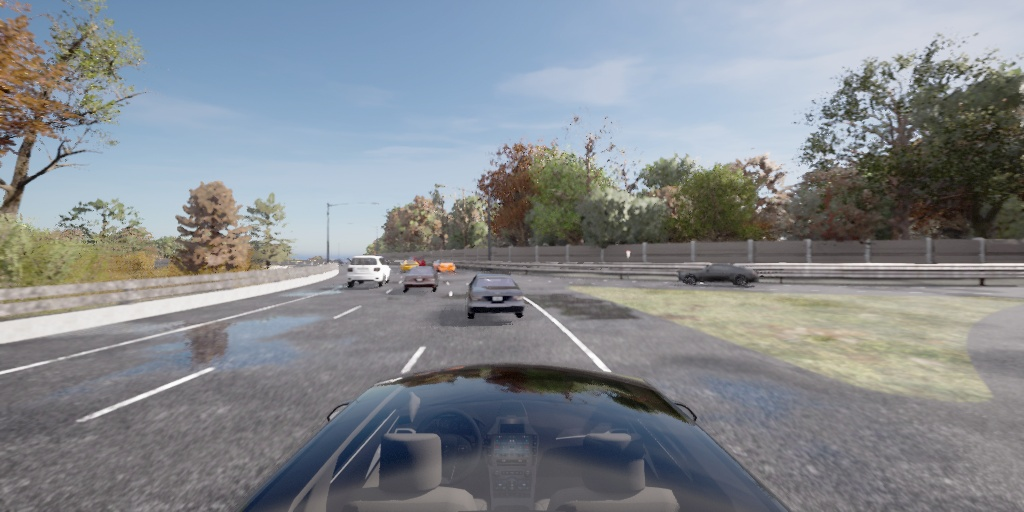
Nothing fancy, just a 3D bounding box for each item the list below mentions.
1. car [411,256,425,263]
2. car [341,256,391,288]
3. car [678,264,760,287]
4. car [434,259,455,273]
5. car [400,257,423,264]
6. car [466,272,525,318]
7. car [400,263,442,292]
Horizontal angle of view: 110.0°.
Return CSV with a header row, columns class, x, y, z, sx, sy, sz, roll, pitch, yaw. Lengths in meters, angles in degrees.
class,x,y,z,sx,sy,sz,roll,pitch,yaw
car,-15.760,1.037,58.325,2.150,2.045,5.566,0,0,-30
car,-9.766,1.011,24.748,2.150,2.045,5.566,0,0,-12
car,13.495,1.230,23.653,4.674,1.442,1.812,0,0,25
car,-8.226,1.138,42.846,2.097,1.767,4.553,0,0,-21
car,-13.035,1.281,45.533,1.882,1.535,5.008,0,0,-23
car,-0.693,1.302,13.047,2.033,1.411,5.357,0,0,-6
car,-5.407,1.320,21.608,2.033,1.411,5.357,0,0,-11
